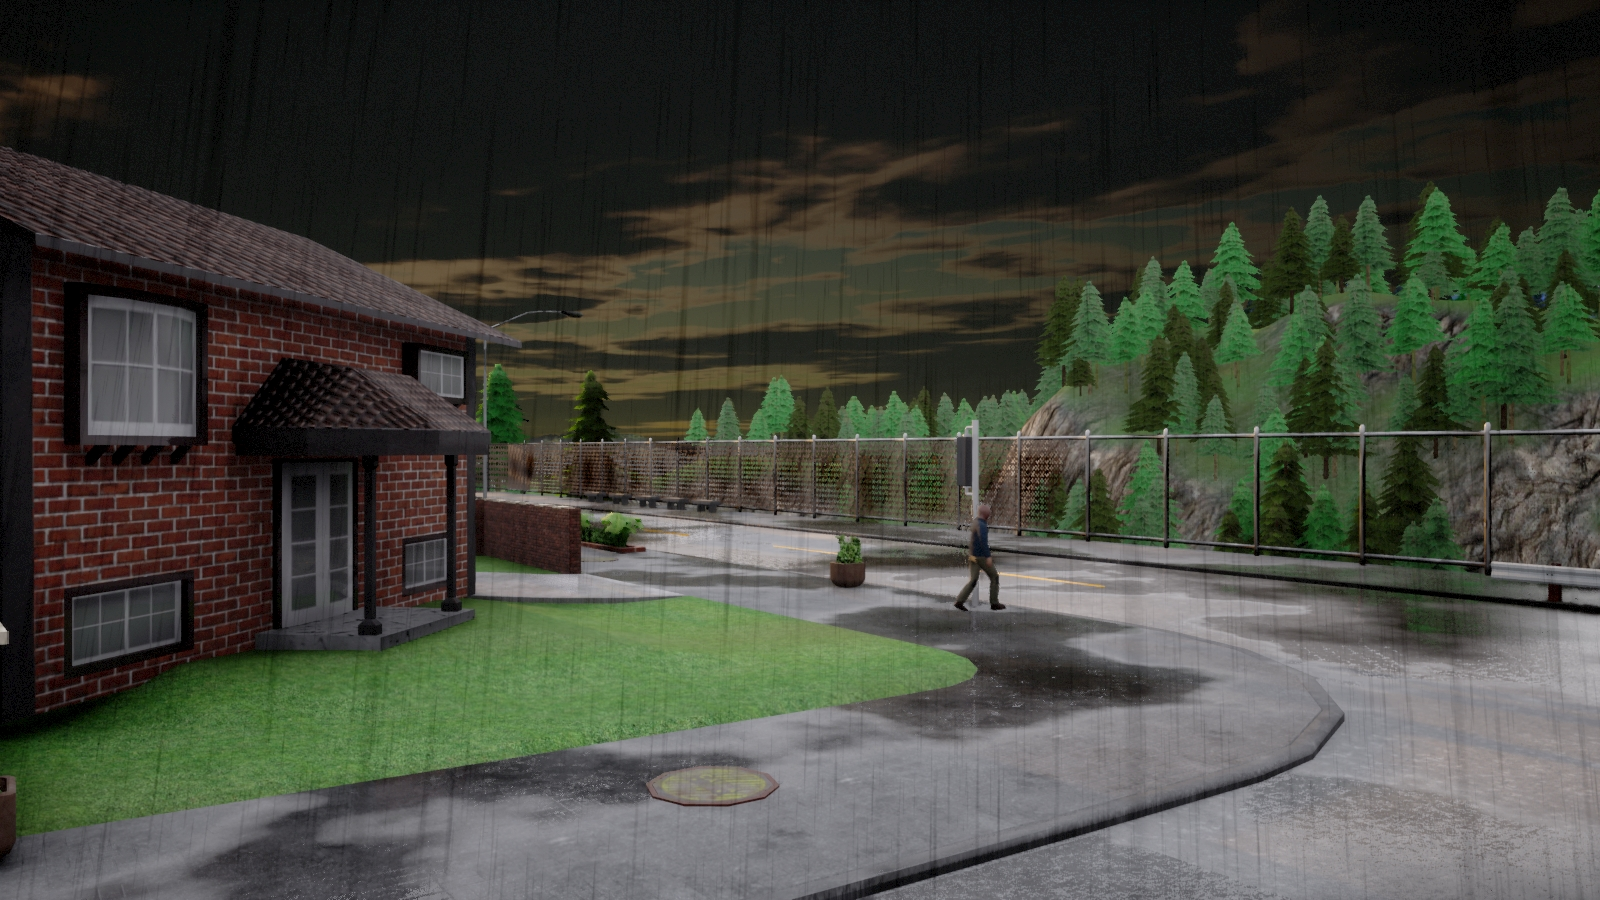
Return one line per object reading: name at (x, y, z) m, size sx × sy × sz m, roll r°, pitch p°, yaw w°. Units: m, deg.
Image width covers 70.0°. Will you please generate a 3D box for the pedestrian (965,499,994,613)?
pedestrian at (2.985, 1.745, 18.984) m, size 0.375 × 1.860 × 0.375 m, roll 0°, pitch 0°, yaw -11°
